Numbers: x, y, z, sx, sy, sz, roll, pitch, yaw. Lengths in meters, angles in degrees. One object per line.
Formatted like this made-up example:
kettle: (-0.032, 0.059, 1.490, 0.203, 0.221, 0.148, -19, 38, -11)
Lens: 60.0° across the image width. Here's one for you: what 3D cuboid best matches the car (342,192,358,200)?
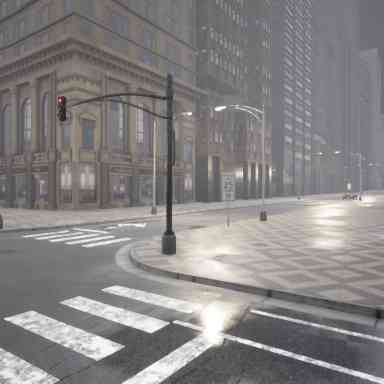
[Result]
car: (28.286, 0.715, 59.476, 1.895, 1.301, 4.718, 0, 1, 35)
